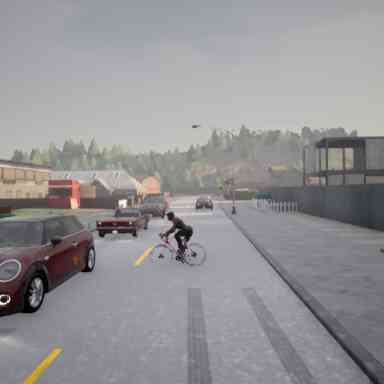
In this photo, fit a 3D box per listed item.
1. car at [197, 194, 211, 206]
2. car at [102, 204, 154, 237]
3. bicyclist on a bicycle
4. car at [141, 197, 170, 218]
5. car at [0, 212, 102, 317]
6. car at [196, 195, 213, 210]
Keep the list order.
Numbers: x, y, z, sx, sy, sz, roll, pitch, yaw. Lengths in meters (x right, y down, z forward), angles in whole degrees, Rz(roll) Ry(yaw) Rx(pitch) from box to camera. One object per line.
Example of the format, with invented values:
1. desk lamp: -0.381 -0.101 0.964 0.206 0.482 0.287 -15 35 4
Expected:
1. car: 1.764 1.164 48.323 1.882 1.535 5.008 -1 0 3
2. car: -3.503 1.533 17.660 1.895 1.301 4.718 -1 0 2
3. bicyclist on a bicycle: -0.433 1.398 9.692 1.656 1.620 0.582 -3 0 2
4. car: -3.115 1.216 27.903 2.097 1.767 4.553 -1 0 2
5. car: -3.871 1.351 7.621 2.097 1.767 4.553 -1 0 2
6. car: 1.393 1.359 37.516 1.895 1.301 4.718 -1 0 2
